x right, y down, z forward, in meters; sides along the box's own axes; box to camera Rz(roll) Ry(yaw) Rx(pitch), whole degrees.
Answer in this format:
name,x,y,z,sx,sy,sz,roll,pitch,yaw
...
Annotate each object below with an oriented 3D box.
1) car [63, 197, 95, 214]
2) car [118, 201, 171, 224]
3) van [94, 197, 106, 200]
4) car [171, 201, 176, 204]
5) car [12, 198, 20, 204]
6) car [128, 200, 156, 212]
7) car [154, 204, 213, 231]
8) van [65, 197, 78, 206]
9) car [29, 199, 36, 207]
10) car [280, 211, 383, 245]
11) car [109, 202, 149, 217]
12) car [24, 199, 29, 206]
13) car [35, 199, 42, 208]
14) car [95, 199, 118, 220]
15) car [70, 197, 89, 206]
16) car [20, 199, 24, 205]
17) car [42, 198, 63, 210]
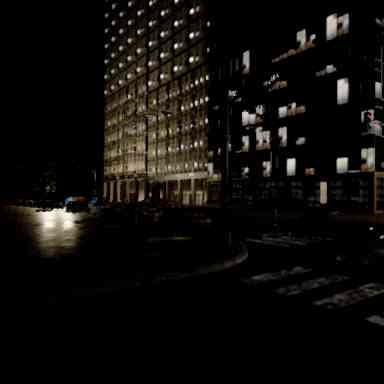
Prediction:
name,x,y,z,sx,sy,sz,roll,pitch,yaw
car,-13.445,1.674,39.308,1.967,1.590,4.097,0,-1,-35
car,-3.679,1.511,25.332,1.967,1.590,4.097,0,-1,-35
van,-16.341,1.841,58.084,1.690,1.788,3.998,0,-1,-35
car,-3.320,1.721,39.448,1.967,1.590,4.097,0,-1,-35
car,-39.487,2.222,76.577,2.008,1.369,4.403,0,-1,-35
car,-6.672,1.863,44.245,1.752,1.417,4.829,0,-1,-35
car,-0.423,1.598,20.672,1.802,1.307,4.206,0,-1,-35
van,-26.107,2.004,72.060,1.690,1.788,3.998,0,-1,-35
car,-26.465,1.997,57.942,1.887,1.381,4.507,0,-1,-35
car,6.519,1.569,15.437,1.895,1.301,4.718,0,-1,-35
car,-6.585,1.735,34.199,2.033,1.411,5.357,1,-1,-35
car,-29.721,2.058,62.600,2.008,1.369,4.403,0,-1,-35
car,-23.210,1.964,53.283,1.947,1.339,4.313,0,-1,-35
car,-6.836,1.649,29.851,1.752,1.417,4.829,0,-1,-35
car,-22.852,1.924,67.402,2.192,1.841,5.009,0,-1,-35
car,-32.976,2.144,67.259,1.802,1.307,4.206,0,-1,-35
car,-19.955,1.894,48.624,2.008,1.369,4.403,0,-1,-35
